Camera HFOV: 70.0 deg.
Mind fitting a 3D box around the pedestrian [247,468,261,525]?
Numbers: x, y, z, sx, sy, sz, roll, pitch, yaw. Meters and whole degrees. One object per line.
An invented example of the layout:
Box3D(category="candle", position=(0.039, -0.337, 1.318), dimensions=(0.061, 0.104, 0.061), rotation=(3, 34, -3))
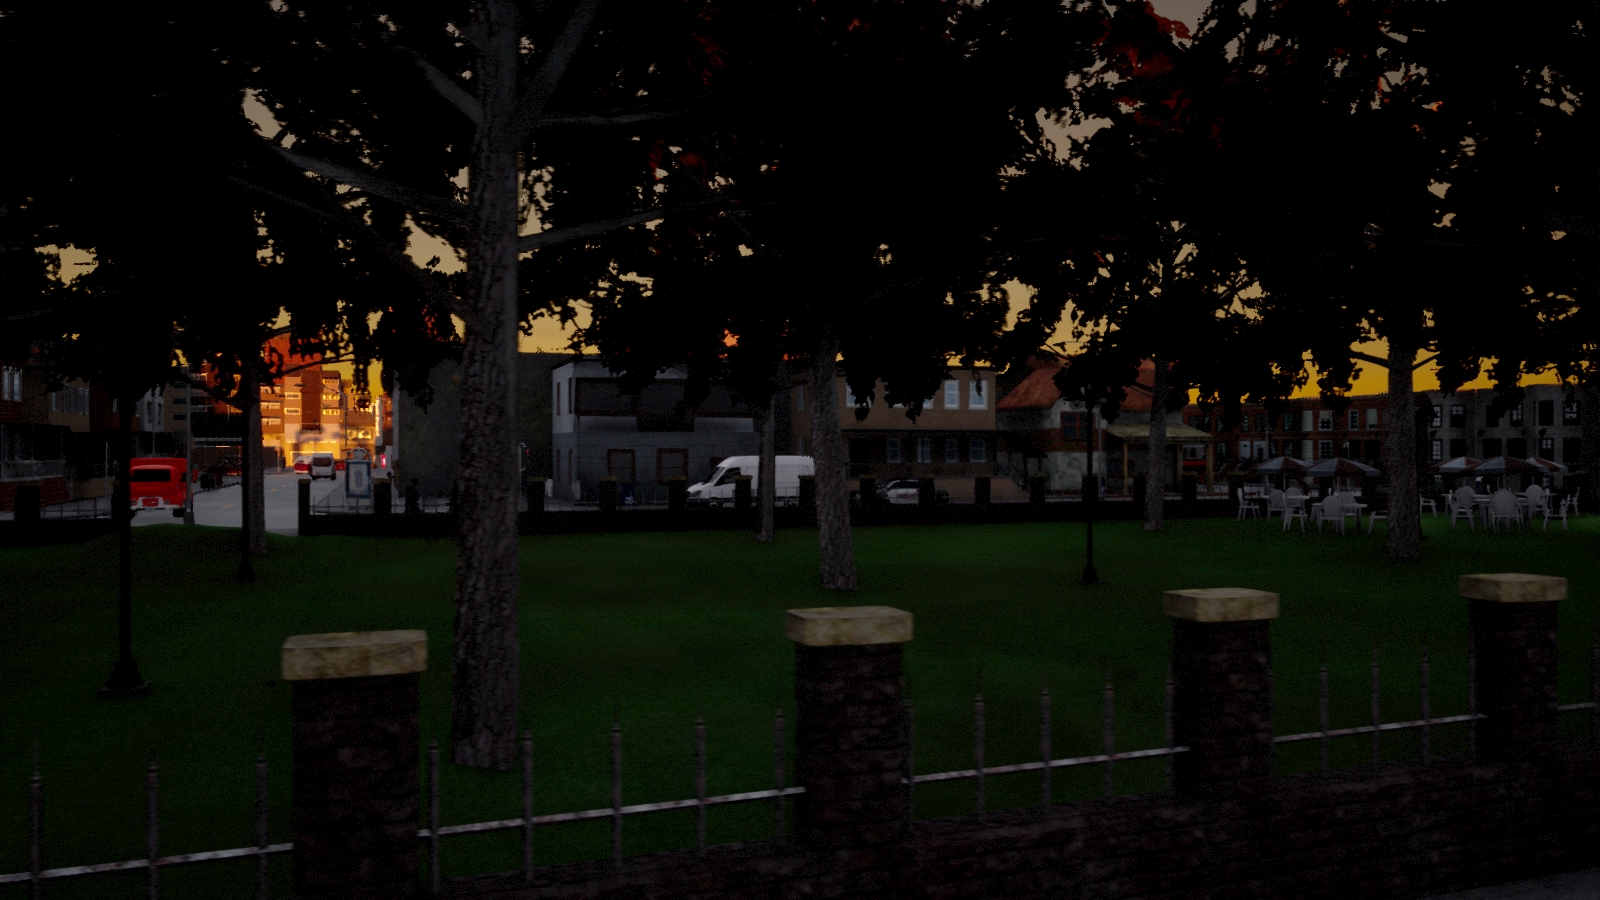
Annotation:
Box3D(category="pedestrian", position=(-17.895, 1.525, 37.425), dimensions=(0.375, 1.860, 0.375), rotation=(0, 0, -20))

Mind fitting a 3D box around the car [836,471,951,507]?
Box3D(category="car", position=(4.401, 1.818, 53.755), dimensions=(4.974, 1.542, 2.038), rotation=(0, 0, -21))

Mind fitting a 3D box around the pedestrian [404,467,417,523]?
Box3D(category="pedestrian", position=(-13.164, 1.525, 38.626), dimensions=(0.375, 1.860, 0.375), rotation=(0, 0, -14))

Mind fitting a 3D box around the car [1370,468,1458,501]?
Box3D(category="car", position=(31.976, 1.780, 59.494), dimensions=(3.988, 1.617, 1.851), rotation=(0, 0, -21))

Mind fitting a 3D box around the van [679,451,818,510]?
Box3D(category="van", position=(-2.290, 1.315, 51.202), dimensions=(5.915, 2.561, 1.988), rotation=(0, 0, -20))

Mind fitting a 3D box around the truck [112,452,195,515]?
Box3D(category="truck", position=(-27.088, 1.358, 48.081), dimensions=(2.627, 2.467, 5.204), rotation=(0, -1, -25))
